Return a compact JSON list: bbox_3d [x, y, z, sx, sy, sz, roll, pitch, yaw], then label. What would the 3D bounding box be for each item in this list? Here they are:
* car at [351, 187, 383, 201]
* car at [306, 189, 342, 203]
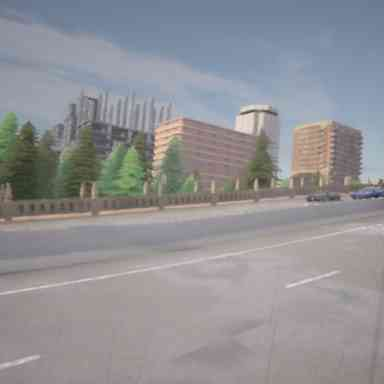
[{"bbox_3d":[18.284,0.228,34.230,5.008,1.535,1.882,-3,2,-35],"label":"car"},{"bbox_3d":[14.074,0.425,35.524,4.181,1.385,1.994,-3,2,-35],"label":"car"}]
